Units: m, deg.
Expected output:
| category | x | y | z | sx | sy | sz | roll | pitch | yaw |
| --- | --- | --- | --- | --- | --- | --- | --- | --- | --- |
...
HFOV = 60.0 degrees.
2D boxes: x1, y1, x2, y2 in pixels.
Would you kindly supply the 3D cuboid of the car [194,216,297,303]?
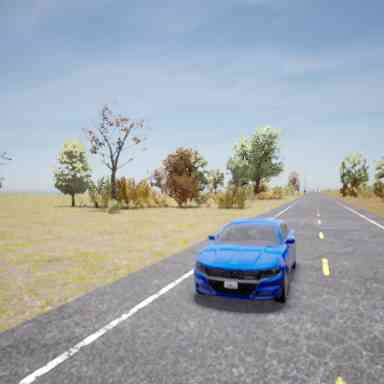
| category | x | y | z | sx | sy | sz | roll | pitch | yaw |
| --- | --- | --- | --- | --- | --- | --- | --- | --- | --- |
| car | 1.598 | 1.445 | 8.524 | 1.882 | 1.535 | 5.008 | 0 | 0 | 21 |
